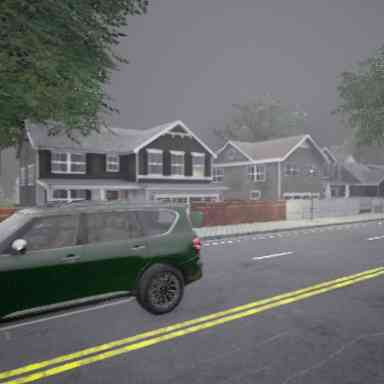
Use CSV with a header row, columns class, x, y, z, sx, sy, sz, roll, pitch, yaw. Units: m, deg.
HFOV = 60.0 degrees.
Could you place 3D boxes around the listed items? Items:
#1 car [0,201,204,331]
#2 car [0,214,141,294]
class,x,y,z,sx,sy,sz,roll,pitch,yaw
car,-2.360,1.216,5.995,5.566,2.045,2.150,0,0,-36
car,-4.057,1.485,8.777,4.902,1.511,2.128,0,0,-35
